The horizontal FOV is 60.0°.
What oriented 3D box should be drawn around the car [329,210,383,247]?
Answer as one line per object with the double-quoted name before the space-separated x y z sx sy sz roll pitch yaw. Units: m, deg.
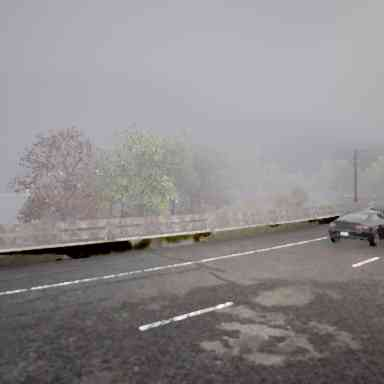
"car" 7.861 1.531 15.121 4.674 1.442 1.812 0 0 -44
